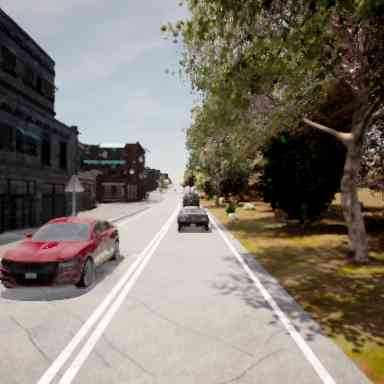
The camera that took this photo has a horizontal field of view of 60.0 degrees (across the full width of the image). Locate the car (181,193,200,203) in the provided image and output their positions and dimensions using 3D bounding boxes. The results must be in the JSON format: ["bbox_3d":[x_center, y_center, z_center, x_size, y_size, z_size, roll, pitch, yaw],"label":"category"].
[{"bbox_3d":[-0.146,1.168,42.654,2.150,2.045,5.566,0,0,-1],"label":"car"}]

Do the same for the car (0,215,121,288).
[{"bbox_3d":[-3.358,1.474,9.434,1.882,1.535,5.008,0,0,0],"label":"car"}]

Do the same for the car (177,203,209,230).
[{"bbox_3d":[0.055,1.591,21.193,1.895,1.301,4.718,0,0,0],"label":"car"}]
